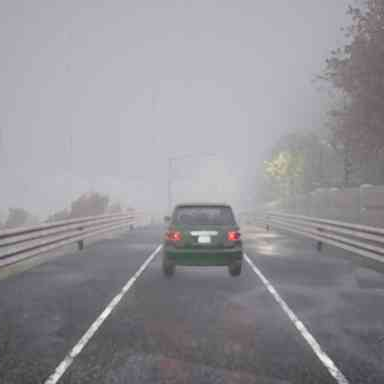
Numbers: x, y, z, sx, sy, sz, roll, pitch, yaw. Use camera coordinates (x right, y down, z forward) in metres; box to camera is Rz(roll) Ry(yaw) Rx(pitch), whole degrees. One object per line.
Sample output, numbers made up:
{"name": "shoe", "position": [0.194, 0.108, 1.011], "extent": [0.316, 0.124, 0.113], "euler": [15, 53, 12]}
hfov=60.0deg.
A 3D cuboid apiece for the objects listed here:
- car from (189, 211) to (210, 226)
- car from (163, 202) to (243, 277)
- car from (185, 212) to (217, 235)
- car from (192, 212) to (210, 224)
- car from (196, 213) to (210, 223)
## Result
{"name": "car", "position": [0.796, 2.613, 32.846], "extent": [1.994, 1.385, 4.181], "euler": [0, -4, 3]}
{"name": "car", "position": [0.246, 1.353, 10.872], "extent": [2.150, 2.045, 5.566], "euler": [0, -2, -1]}
{"name": "car", "position": [0.601, 2.092, 22.984], "extent": [1.994, 1.385, 4.181], "euler": [0, -2, 1]}
{"name": "car", "position": [1.100, 3.057, 39.398], "extent": [1.994, 1.385, 4.181], "euler": [0, -4, 3]}
{"name": "car", "position": [1.579, 3.598, 46.065], "extent": [1.895, 1.301, 4.718], "euler": [0, -4, 4]}
